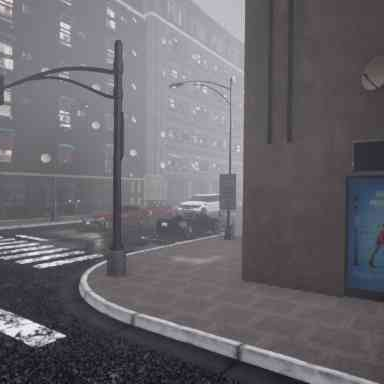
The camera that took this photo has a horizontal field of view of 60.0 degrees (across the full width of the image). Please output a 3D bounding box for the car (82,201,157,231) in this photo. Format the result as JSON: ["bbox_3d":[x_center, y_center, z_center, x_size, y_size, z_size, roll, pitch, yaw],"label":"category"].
[{"bbox_3d":[-4.586,1.487,20.843,1.812,1.442,4.674,1,1,35],"label":"car"}]

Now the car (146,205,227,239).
[{"bbox_3d":[-0.134,1.599,17.759,1.947,1.339,4.313,1,1,35],"label":"car"}]

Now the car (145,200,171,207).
[{"bbox_3d":[-3.383,1.363,26.854,1.967,1.590,4.097,1,1,35],"label":"car"}]

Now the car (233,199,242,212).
[{"bbox_3d":[3.027,1.224,36.009,2.192,1.841,5.009,1,1,35],"label":"car"}]

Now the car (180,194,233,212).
[{"bbox_3d":[1.081,1.172,28.932,2.150,2.045,5.566,1,1,35],"label":"car"}]

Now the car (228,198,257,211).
[{"bbox_3d":[6.228,1.484,40.589,1.802,1.307,4.206,1,1,35],"label":"car"}]
